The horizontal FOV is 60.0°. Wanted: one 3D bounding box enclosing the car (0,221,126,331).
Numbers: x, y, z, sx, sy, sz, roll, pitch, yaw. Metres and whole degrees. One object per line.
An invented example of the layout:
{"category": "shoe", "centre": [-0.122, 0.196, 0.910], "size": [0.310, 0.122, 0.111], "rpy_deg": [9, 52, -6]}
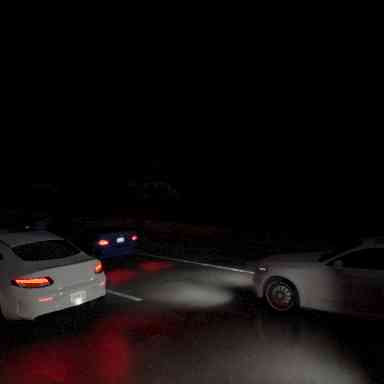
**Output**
{"category": "car", "centre": [-3.677, 1.455, 6.651], "size": [4.674, 1.442, 1.812], "rpy_deg": [1, 1, 36]}

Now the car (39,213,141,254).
{"category": "car", "centre": [-4.149, 1.431, 11.310], "size": [5.357, 1.411, 2.033], "rpy_deg": [1, 1, 36]}

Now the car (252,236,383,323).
{"category": "car", "centre": [3.375, 1.525, 5.885], "size": [4.674, 1.442, 1.812], "rpy_deg": [0, 0, 36]}
